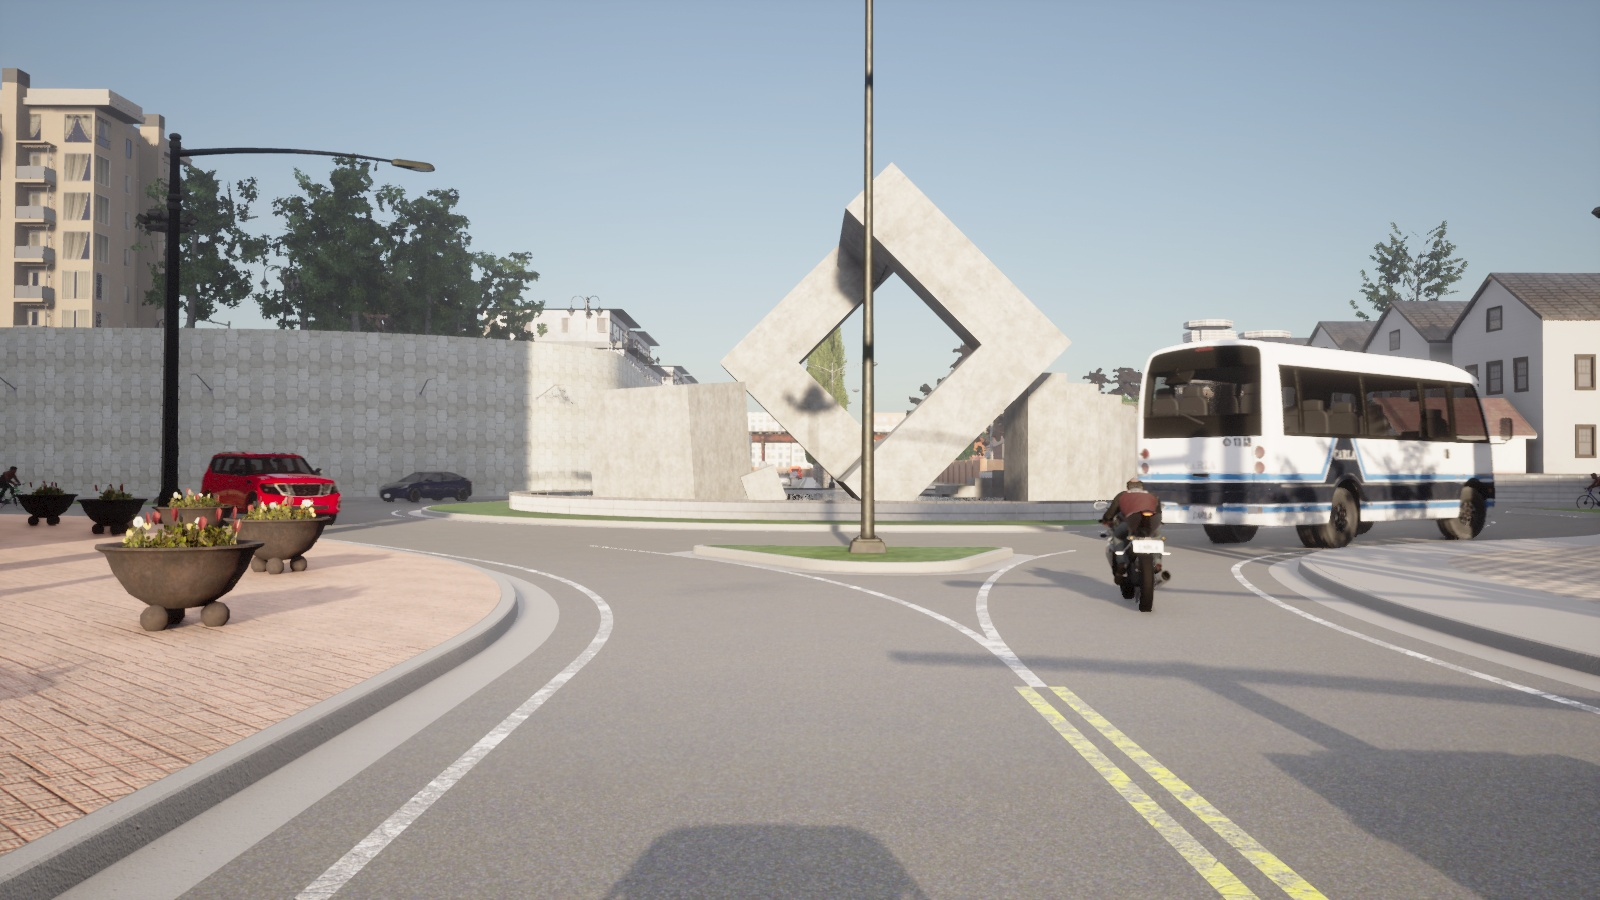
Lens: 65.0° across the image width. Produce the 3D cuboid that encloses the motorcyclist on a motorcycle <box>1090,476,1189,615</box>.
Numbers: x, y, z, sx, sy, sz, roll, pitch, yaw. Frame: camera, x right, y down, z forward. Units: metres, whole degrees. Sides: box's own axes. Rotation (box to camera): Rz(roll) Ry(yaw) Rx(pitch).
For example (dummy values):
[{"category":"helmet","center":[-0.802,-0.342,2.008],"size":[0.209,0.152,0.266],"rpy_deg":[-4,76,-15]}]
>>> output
[{"category":"motorcyclist on a motorcycle","center":[4.025,1.086,15.063],"size":[0.866,1.530,2.191],"rpy_deg":[0,-1,8]}]

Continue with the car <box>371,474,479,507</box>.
[{"category":"car","center":[-17.925,1.895,60.250],"size":[2.163,1.488,4.792],"rpy_deg":[-1,-1,31]}]

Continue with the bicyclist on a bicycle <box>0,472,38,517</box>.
[{"category":"bicyclist on a bicycle","center":[-29.083,1.658,46.308],"size":[1.656,1.620,0.582],"rpy_deg":[-2,-1,7]}]

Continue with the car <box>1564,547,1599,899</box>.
[{"category":"car","center":[3.499,0.932,1.819],"size":[1.895,1.301,4.718],"rpy_deg":[0,-1,0]}]

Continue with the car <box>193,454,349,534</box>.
[{"category":"car","center":[-14.843,1.181,35.082],"size":[2.150,2.045,5.566],"rpy_deg":[1,-1,-44]}]

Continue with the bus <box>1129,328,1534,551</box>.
[{"category":"bus","center":[12.408,-0.130,28.726],"size":[10.273,4.253,3.944],"rpy_deg":[1,-1,-38]}]
